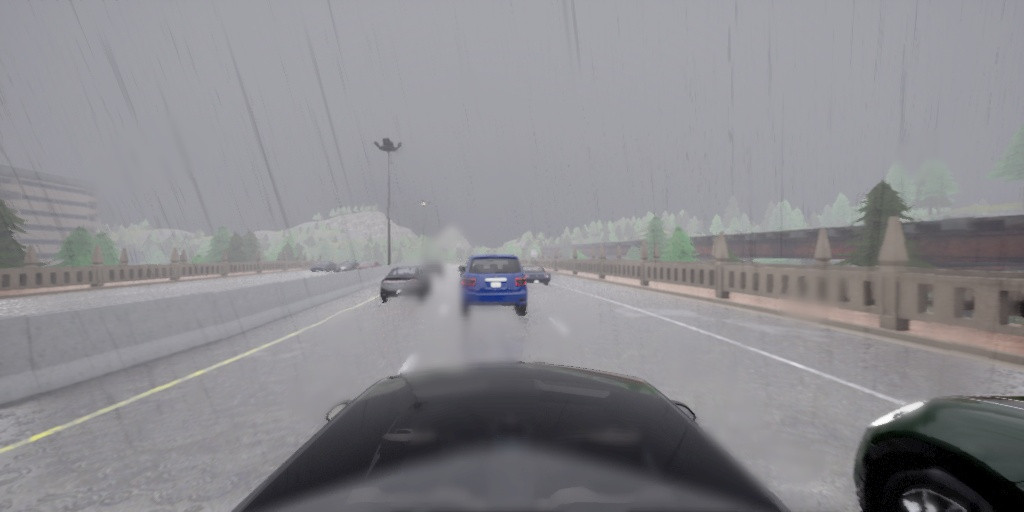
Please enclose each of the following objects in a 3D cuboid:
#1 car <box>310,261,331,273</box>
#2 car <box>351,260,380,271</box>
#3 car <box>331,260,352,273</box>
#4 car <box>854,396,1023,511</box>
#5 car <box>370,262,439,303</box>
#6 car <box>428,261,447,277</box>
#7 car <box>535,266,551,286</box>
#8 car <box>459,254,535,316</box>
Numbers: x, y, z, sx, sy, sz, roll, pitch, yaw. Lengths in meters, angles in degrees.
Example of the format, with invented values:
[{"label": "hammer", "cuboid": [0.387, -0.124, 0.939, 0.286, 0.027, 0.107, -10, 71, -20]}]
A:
[{"label": "car", "cuboid": [-23.411, 1.329, 44.968, 2.033, 1.411, 5.357, 0, 0, -8]}, {"label": "car", "cuboid": [-15.341, 1.230, 38.590, 1.882, 1.535, 5.008, 0, 0, -9]}, {"label": "car", "cuboid": [-19.610, 1.257, 43.296, 2.128, 1.511, 4.902, 0, 0, -9]}, {"label": "car", "cuboid": [3.421, 1.092, 0.576, 2.097, 1.767, 4.553, 0, 0, 0]}, {"label": "car", "cuboid": [-4.760, 1.230, 16.653, 2.128, 1.511, 4.902, 0, 0, -8]}, {"label": "car", "cuboid": [-7.463, 1.223, 34.698, 1.837, 1.490, 4.892, 0, 0, -9]}, {"label": "car", "cuboid": [1.202, 1.294, 24.438, 1.895, 1.301, 4.718, 0, 0, -9]}, {"label": "car", "cuboid": [-0.787, 0.947, 13.438, 2.150, 2.045, 5.566, 0, 0, -7]}]
